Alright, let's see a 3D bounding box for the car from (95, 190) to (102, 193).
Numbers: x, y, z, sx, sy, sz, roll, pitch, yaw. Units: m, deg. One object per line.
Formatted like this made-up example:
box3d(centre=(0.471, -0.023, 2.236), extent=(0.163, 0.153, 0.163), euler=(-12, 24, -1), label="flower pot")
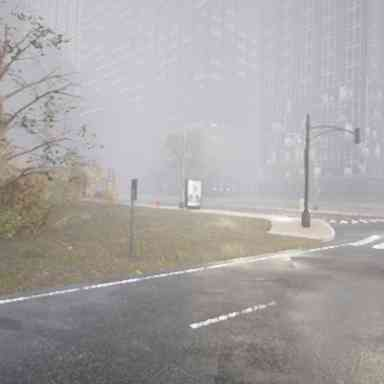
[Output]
box3d(centre=(-14.789, 0.532, 55.493), extent=(1.837, 1.490, 4.892), euler=(3, -1, -42), label="car")
